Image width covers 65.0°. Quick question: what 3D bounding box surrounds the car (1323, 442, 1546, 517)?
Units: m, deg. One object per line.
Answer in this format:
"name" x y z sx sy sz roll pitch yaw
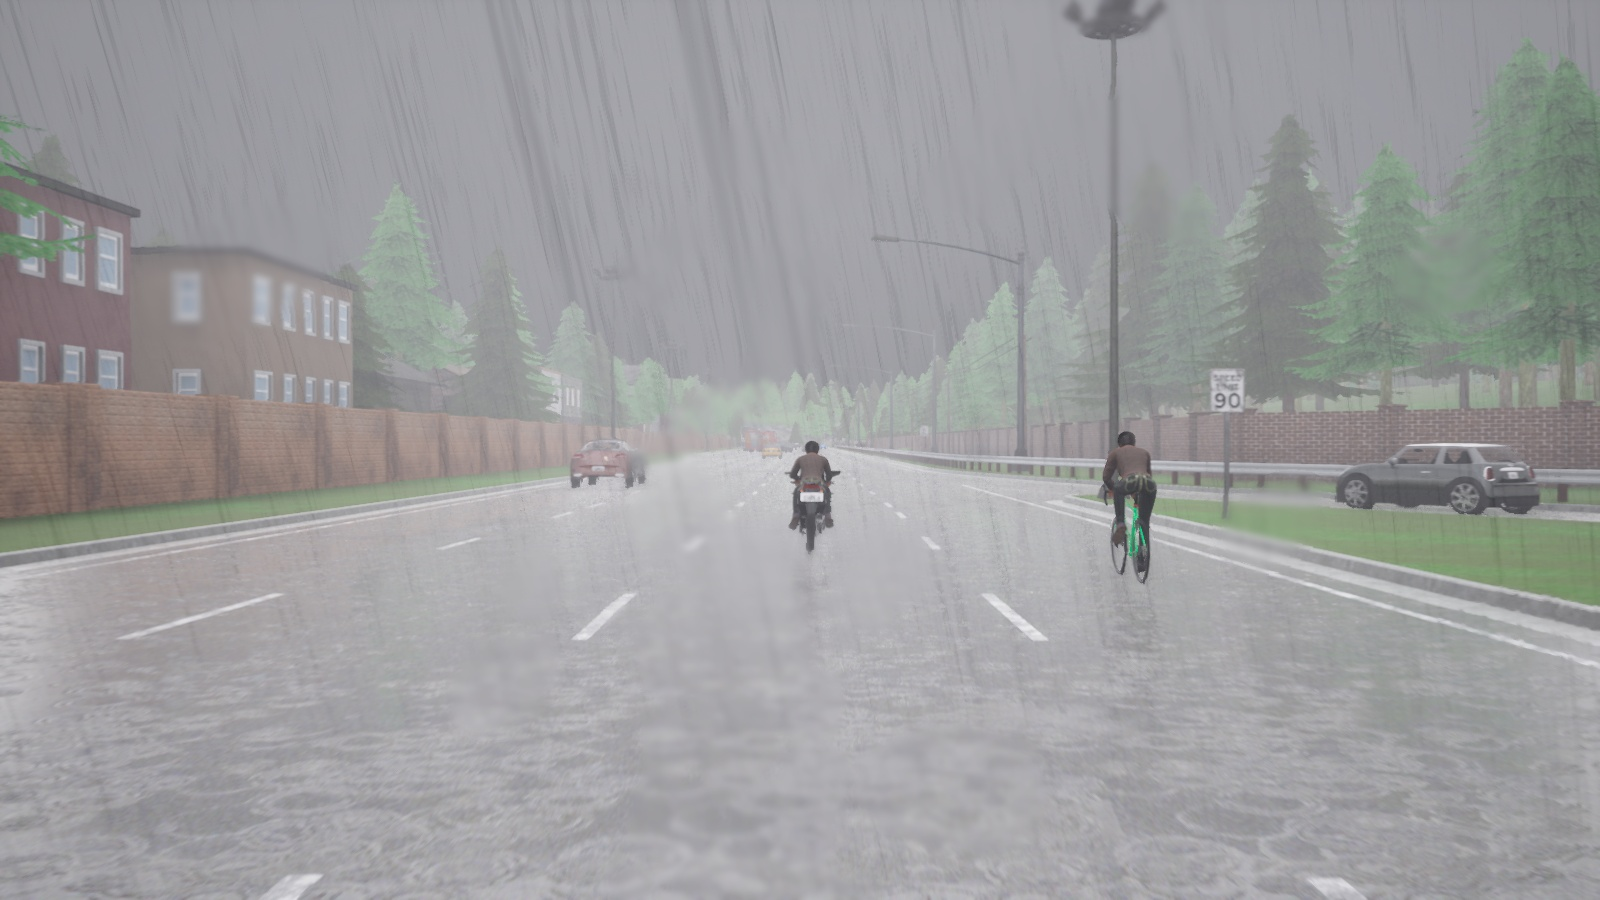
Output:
"car" 13.477 0.571 26.886 1.970 1.475 3.806 0 0 -28

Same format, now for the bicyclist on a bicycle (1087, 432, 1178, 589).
"bicyclist on a bicycle" 3.616 0.625 13.781 0.582 1.620 1.656 0 0 1

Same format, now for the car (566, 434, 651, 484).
"car" -6.553 0.274 43.601 2.152 1.651 5.027 0 0 0

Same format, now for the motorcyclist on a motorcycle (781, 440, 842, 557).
"motorcyclist on a motorcycle" 0.169 0.630 17.470 0.797 1.523 2.044 0 0 1
